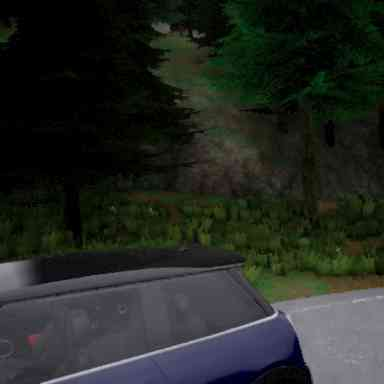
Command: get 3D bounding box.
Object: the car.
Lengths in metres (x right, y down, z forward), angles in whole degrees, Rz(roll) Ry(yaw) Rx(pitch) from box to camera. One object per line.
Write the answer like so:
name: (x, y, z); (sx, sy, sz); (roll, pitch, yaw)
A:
car: (-1.265, 1.349, 2.636); (4.553, 1.767, 2.097); (-1, 1, -29)
